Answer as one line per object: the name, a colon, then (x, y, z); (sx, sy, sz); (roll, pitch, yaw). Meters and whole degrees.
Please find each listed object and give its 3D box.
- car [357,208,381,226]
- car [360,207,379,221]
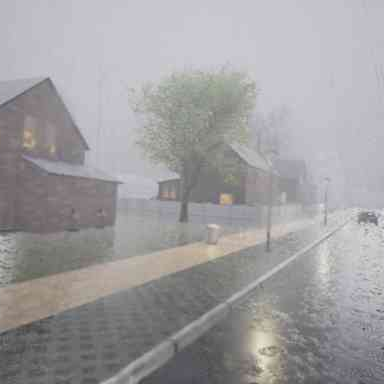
car: (18.213, 2.603, 34.340); (1.837, 1.490, 4.892); (3, -1, 29)
car: (24.029, 2.944, 45.029); (2.128, 1.511, 4.902); (3, 0, 29)
